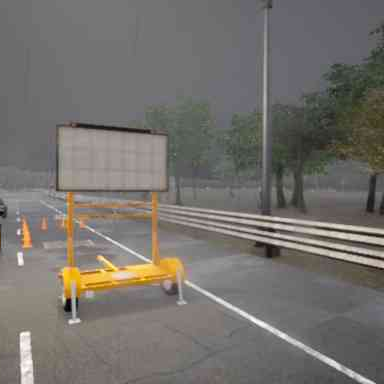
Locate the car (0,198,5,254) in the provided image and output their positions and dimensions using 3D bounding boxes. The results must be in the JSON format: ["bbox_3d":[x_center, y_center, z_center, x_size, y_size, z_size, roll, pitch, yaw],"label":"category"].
[{"bbox_3d":[-6.596,1.103,9.213,2.150,2.045,5.566,0,1,-28],"label":"car"}]

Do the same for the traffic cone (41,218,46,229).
[{"bbox_3d":[-8.227,1.745,18.537,0.340,0.580,0.340,0,1,-28],"label":"traffic cone"}]

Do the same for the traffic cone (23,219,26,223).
[{"bbox_3d":[-8.177,1.766,16.301,0.340,0.580,0.340,0,1,-28],"label":"traffic cone"}]

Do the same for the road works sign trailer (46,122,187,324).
[{"bbox_3d":[-1.718,0.391,7.256,2.380,3.560,2.880,0,1,-28],"label":"road works sign trailer"}]

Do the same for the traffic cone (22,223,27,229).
[{"bbox_3d":[-7.243,1.787,14.533,0.340,0.580,0.340,0,1,-28],"label":"traffic cone"}]

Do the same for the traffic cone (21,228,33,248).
[{"bbox_3d":[-6.309,1.808,12.765,0.340,0.580,0.340,0,1,-28],"label":"traffic cone"}]

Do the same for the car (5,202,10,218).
[{"bbox_3d":[-15.189,1.179,25.481,2.128,1.511,4.902,0,1,-28],"label":"car"}]
